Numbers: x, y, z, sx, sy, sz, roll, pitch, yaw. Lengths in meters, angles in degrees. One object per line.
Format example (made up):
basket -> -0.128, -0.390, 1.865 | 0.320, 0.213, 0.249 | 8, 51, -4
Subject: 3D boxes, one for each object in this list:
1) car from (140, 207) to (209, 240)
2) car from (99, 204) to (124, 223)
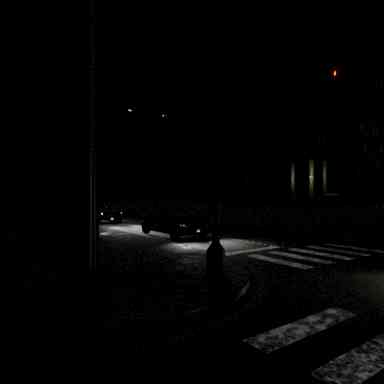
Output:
car -> -1.066, 1.530, 17.339 | 1.812, 1.442, 4.674 | 0, 0, -36
car -> -6.993, 1.608, 25.548 | 1.895, 1.301, 4.718 | 0, 0, -36
